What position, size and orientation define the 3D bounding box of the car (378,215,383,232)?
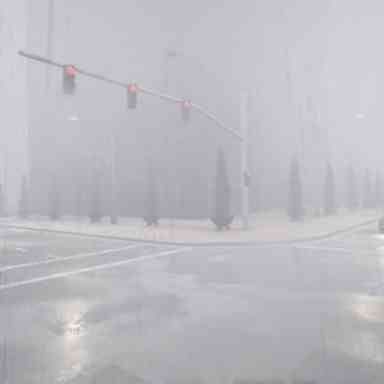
[{"bbox_3d":[11.575,1.416,18.032,1.994,1.385,4.181,-2,-1,41],"label":"car"}]
